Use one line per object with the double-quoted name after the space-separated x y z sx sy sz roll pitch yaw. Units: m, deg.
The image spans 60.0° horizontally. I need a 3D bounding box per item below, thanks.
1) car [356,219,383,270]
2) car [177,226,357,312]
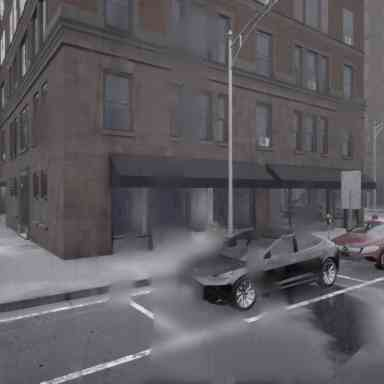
6.174 1.582 10.939 4.206 1.307 1.802 0 0 -35 "car"
1.695 1.566 7.744 4.313 1.339 1.947 0 0 -36 "car"
